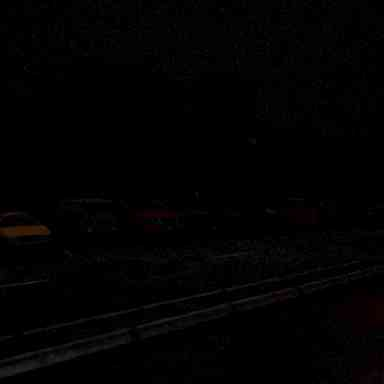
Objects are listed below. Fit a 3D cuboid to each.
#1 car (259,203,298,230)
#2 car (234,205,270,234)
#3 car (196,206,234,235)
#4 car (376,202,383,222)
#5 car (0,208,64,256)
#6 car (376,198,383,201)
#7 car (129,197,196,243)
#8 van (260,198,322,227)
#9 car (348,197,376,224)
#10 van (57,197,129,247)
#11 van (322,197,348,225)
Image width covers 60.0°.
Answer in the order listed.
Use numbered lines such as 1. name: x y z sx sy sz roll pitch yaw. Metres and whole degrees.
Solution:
1. car: 4.109 1.644 21.592 2.002 1.452 4.674 1 0 -35
2. car: 1.963 1.607 20.031 2.163 1.488 4.792 1 0 -35
3. car: -0.314 1.552 18.439 2.231 1.521 4.892 1 0 -35
4. car: 13.266 1.768 28.111 2.002 1.452 4.674 1 0 -35
5. car: -7.002 1.474 13.459 1.946 1.575 5.366 1 0 -35
6. car: 17.710 1.544 31.242 2.435 2.045 5.566 1 -1 -35
7. car: -2.565 1.273 16.810 2.435 2.045 5.566 1 0 -35
8. van: 6.408 1.409 23.376 1.878 1.987 4.442 1 0 -35
9. car: 10.987 1.445 26.527 2.435 2.045 5.566 1 0 -35
10. van: -4.776 1.275 15.127 1.878 1.987 4.442 1 0 -35
11. van: 8.806 1.438 24.796 1.878 1.987 4.442 1 0 -35
